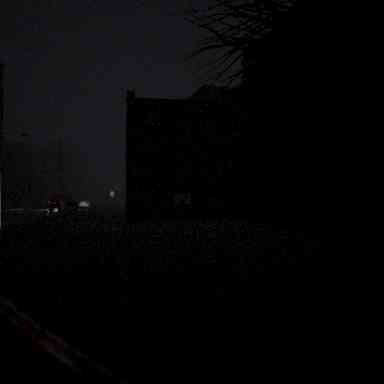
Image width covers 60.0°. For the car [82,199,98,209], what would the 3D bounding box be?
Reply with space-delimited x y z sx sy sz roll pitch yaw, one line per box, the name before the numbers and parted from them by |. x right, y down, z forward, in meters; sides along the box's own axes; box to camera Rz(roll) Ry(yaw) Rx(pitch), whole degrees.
car | -16.552 1.862 53.173 1.812 1.442 4.674 1 0 2

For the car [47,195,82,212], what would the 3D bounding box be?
car | -16.769 1.472 43.454 2.150 2.045 5.566 1 0 2

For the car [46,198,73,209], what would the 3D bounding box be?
car | -20.118 1.750 50.820 2.128 1.511 4.902 1 0 2
